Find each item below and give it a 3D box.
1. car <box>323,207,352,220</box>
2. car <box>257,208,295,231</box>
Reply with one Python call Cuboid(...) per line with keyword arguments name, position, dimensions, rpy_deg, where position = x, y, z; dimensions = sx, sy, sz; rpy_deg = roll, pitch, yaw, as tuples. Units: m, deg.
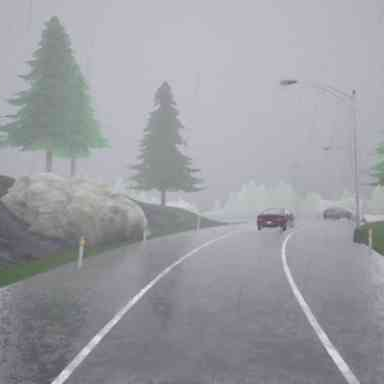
Cuboid(name="car", position=(17.014, 2.519, 38.787), dimensions=(2.128, 1.511, 4.902), rpy_deg=(-4, -6, 45))
Cuboid(name="car", position=(6.045, 1.879, 23.692), dimensions=(1.882, 1.535, 5.008), rpy_deg=(-2, -2, 26))
